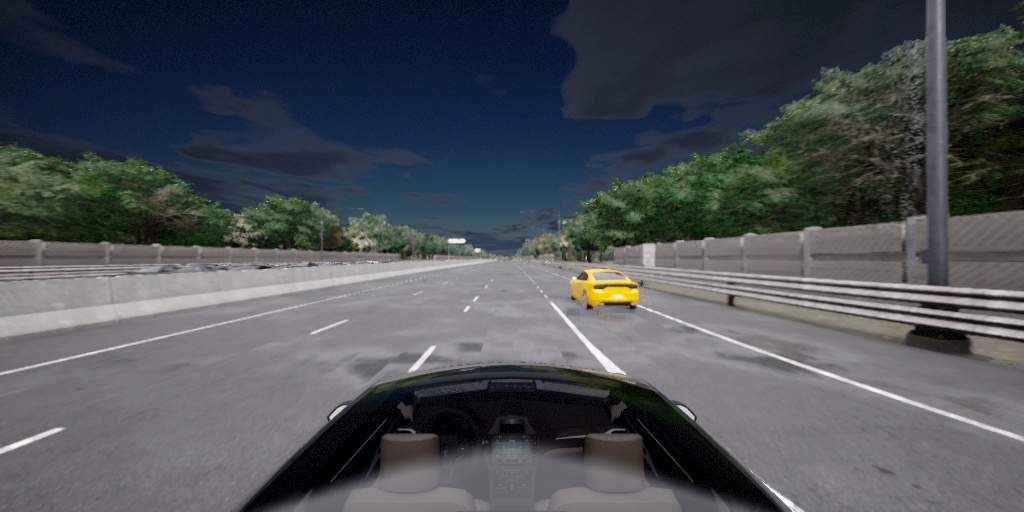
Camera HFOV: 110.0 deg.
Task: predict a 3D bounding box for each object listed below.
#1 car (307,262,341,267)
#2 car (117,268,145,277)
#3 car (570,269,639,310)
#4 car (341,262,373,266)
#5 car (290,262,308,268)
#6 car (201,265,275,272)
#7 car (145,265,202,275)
[{"bbox_3d":[-21.095,1.487,41.934,2.033,1.411,5.357,0,0,0],"label":"car"},{"bbox_3d":[-24.585,1.386,24.911,1.812,1.442,4.674,0,0,0],"label":"car"},{"bbox_3d":[3.693,1.289,15.123,1.882,1.535,5.008,0,0,-1],"label":"car"},{"bbox_3d":[-17.602,1.433,42.260,2.128,1.511,4.902,0,0,0],"label":"car"},{"bbox_3d":[-24.594,1.468,42.551,1.812,1.442,4.674,0,0,0],"label":"car"},{"bbox_3d":[-17.592,1.360,23.976,1.837,1.490,4.892,0,0,0],"label":"car"},{"bbox_3d":[-21.089,1.348,24.233,2.128,1.511,4.902,0,0,0],"label":"car"}]
